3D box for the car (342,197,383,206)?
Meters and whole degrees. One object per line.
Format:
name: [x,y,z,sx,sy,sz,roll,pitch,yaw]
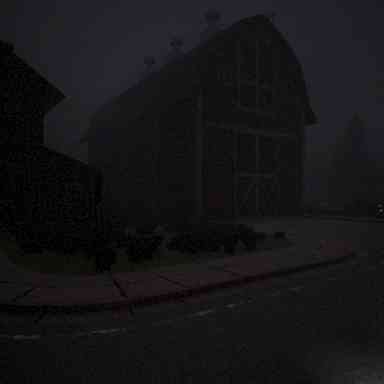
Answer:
car: [18.240,1.363,35.109,2.097,1.767,4.553,0,0,-34]
